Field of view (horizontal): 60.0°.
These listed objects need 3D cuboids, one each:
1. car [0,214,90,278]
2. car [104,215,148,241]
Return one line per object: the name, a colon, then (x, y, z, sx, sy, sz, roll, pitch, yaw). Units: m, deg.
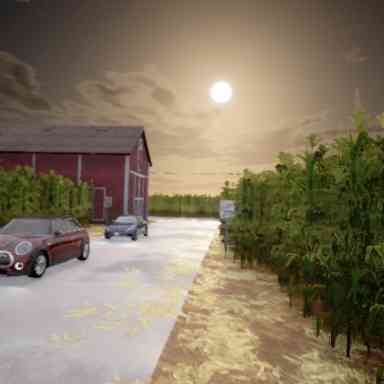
car: (-5.111, 1.564, 10.881, 2.097, 1.767, 4.553, 2, -2, 6)
car: (-4.034, 2.197, 21.155, 1.812, 1.442, 4.674, 2, -2, 6)
